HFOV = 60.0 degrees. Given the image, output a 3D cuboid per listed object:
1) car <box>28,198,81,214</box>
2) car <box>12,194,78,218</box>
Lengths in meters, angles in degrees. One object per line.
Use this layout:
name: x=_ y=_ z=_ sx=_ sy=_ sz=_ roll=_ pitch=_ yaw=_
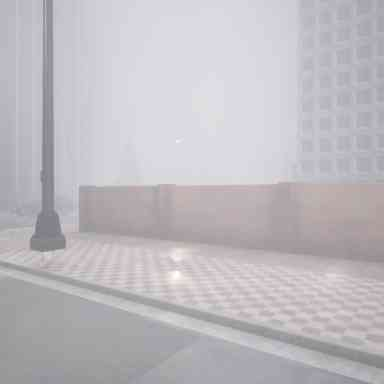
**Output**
car: x=-14.711 y=1.478 z=35.855 sx=1.882 sy=1.535 sz=5.008 roll=0 pitch=0 yaw=35
car: x=-13.752 y=1.221 z=31.135 sx=2.150 sy=2.045 sz=5.566 roll=0 pitch=0 yaw=35
